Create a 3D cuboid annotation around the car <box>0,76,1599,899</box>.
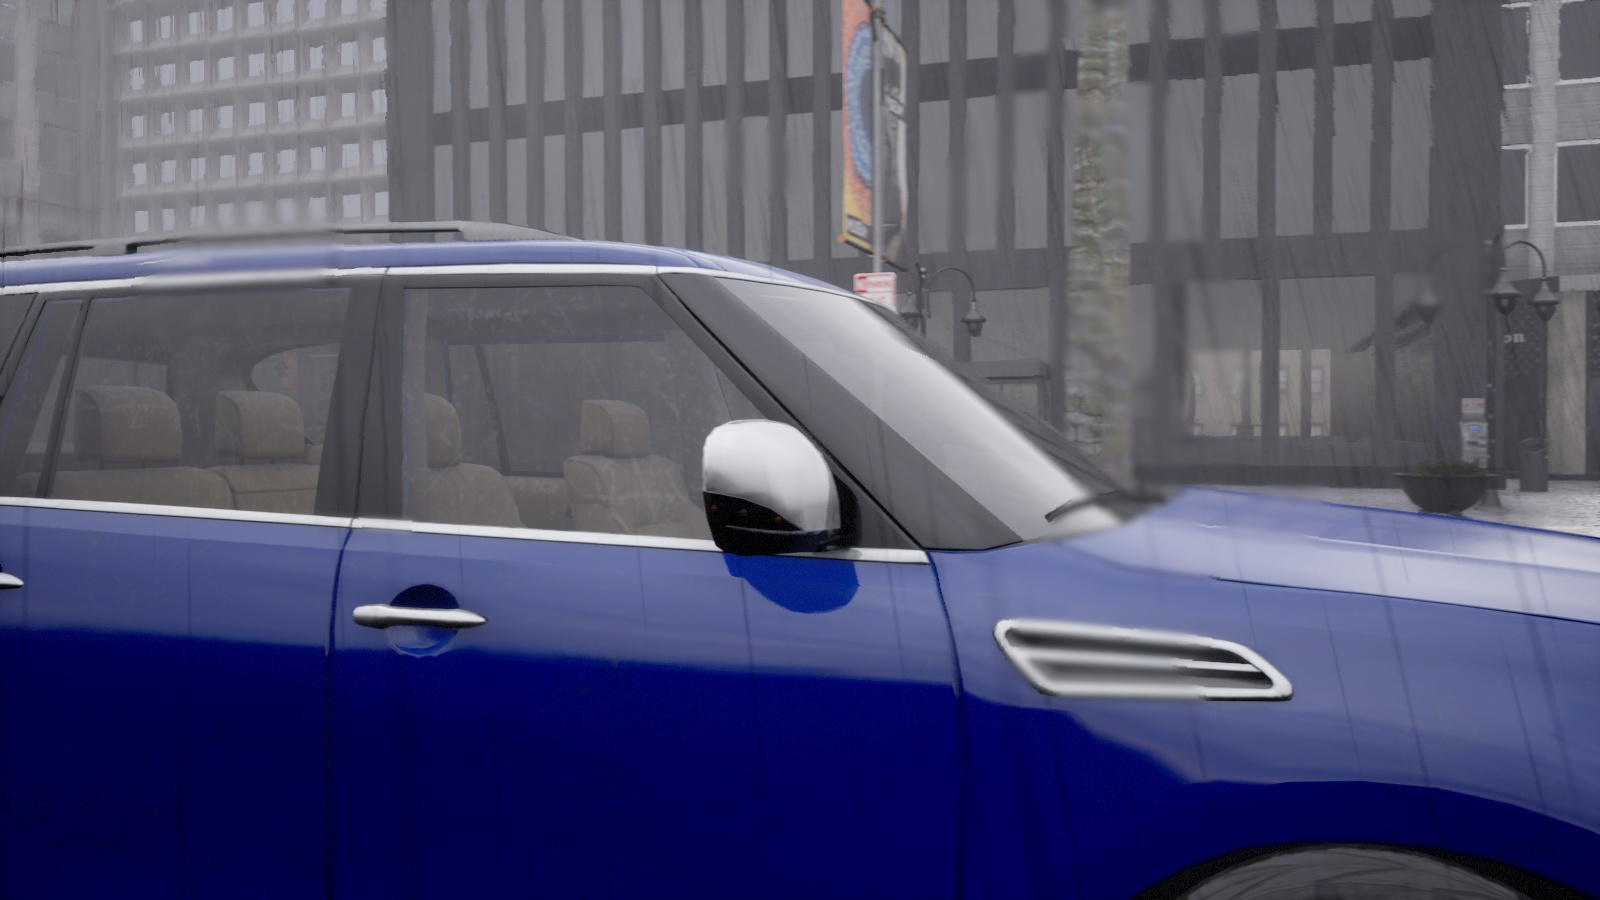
[{"bbox_3d":[-0.504,0.490,3.359,5.566,2.045,2.150,1,1,19],"label":"car"}]
